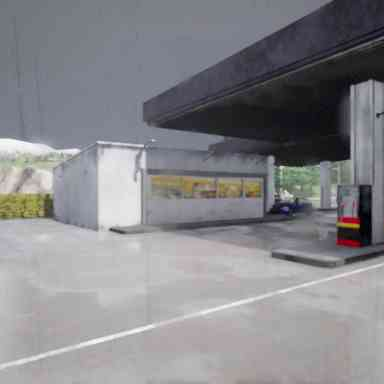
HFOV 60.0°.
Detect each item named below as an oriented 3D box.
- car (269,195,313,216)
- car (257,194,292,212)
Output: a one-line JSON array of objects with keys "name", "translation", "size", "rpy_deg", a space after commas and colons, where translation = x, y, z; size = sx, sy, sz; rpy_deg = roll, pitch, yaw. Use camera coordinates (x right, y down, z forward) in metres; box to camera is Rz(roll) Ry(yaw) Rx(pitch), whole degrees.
[{"name": "car", "translation": [9.501, 1.407, 31.790], "size": [4.611, 1.667, 2.242], "rpy_deg": [0, 0, -36]}, {"name": "car", "translation": [9.705, 1.228, 38.919], "size": [3.866, 1.878, 1.905], "rpy_deg": [0, 0, -36]}]
